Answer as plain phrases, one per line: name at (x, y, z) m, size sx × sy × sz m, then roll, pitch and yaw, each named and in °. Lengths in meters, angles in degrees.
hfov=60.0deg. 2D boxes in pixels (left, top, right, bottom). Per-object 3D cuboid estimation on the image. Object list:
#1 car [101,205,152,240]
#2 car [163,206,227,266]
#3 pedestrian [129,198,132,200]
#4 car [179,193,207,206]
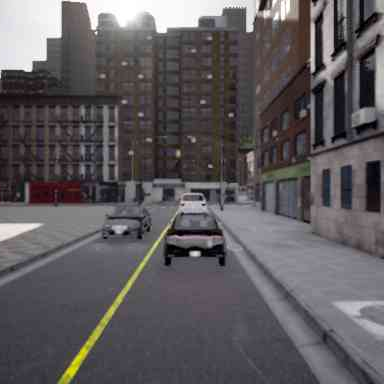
car at (-3.104, 1.425, 16.607) m, size 2.128 × 1.511 × 4.902 m, roll 0°, pitch 0°, yaw 0°
car at (0.091, 1.447, 11.404) m, size 2.128 × 1.511 × 4.902 m, roll 0°, pitch 0°, yaw 0°
pedestrian at (-10.174, 1.262, 54.949) m, size 0.375 × 1.300 × 0.375 m, roll 0°, pitch 1°, yaw -1°
car at (0.085, 1.105, 27.396) m, size 2.150 × 2.045 × 5.566 m, roll 0°, pitch 0°, yaw 0°
